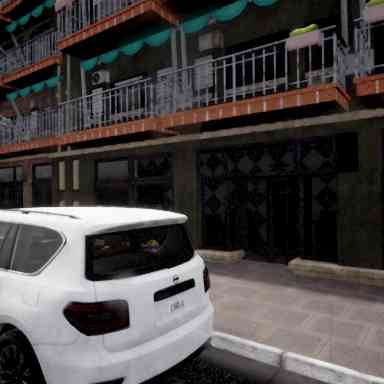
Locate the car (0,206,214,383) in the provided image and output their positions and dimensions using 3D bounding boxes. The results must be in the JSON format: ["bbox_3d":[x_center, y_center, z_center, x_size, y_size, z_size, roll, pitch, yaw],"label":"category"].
[{"bbox_3d":[-2.335,1.225,4.931,5.566,2.045,2.150,0,0,36],"label":"car"}]
